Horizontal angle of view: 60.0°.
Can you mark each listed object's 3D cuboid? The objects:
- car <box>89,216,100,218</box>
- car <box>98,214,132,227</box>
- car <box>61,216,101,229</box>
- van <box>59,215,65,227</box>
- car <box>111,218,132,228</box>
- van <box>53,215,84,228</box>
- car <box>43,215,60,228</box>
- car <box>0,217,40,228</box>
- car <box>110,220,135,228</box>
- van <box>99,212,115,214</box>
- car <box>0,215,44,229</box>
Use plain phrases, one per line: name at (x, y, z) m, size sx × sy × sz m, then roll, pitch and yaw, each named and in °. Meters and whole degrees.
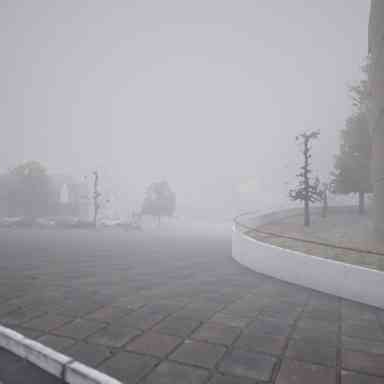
car at (-19.271, 5.419, 57.865) m, size 4.892 × 1.521 × 2.231 m, roll 0°, pitch -5°, yaw 5°
car at (-15.531, 6.012, 66.092) m, size 5.566 × 2.045 × 2.435 m, roll 0°, pitch -5°, yaw 5°
car at (-15.083, 4.411, 45.326) m, size 1.812 × 1.442 × 4.674 m, roll -1°, pitch -6°, yaw 24°
van at (-21.673, 4.630, 52.412) m, size 4.442 × 1.987 × 1.878 m, roll 0°, pitch -6°, yaw 5°
car at (-12.180, 5.989, 60.932) m, size 1.895 × 1.301 × 4.718 m, roll -1°, pitch -6°, yaw 25°
van at (-20.416, 4.912, 55.152) m, size 4.442 × 1.987 × 1.878 m, roll 0°, pitch -6°, yaw 5°
car at (-23.236, 4.568, 49.674) m, size 5.366 × 1.575 × 1.946 m, roll 0°, pitch -5°, yaw 5°
car at (-24.313, 4.330, 46.922) m, size 4.674 × 1.452 × 2.002 m, roll 0°, pitch -6°, yaw 5°
car at (-14.258, 6.584, 68.801) m, size 4.674 × 1.452 × 2.002 m, roll 0°, pitch -5°, yaw 5°
van at (-23.454, 7.321, 92.576) m, size 1.878 × 1.987 × 4.442 m, roll 0°, pitch 1°, yaw 10°
car at (-21.242, 3.844, 41.023) m, size 1.837 × 1.490 × 4.892 m, roll -1°, pitch -6°, yaw 24°
